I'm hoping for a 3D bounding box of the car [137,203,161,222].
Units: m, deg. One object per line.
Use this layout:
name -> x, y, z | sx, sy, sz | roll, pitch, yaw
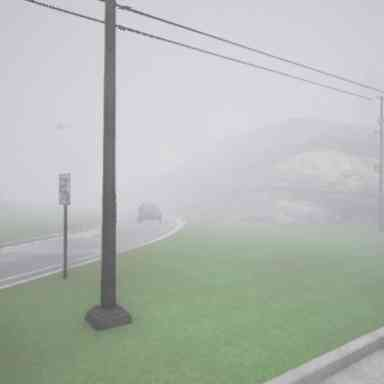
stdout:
car -> -3.465, 1.633, 27.034 | 2.033, 1.411, 5.357 | 0, 0, -8
